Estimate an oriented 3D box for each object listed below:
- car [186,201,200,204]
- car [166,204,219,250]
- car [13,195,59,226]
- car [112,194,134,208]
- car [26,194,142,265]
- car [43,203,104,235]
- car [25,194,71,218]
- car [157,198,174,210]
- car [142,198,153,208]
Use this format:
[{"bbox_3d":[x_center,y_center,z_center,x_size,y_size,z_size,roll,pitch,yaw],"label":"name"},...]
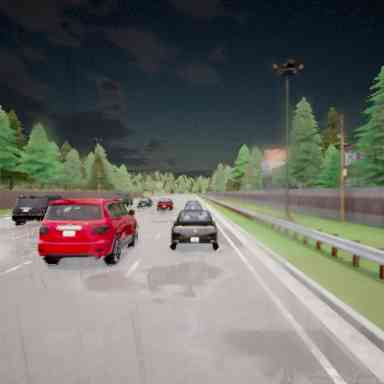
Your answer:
[{"bbox_3d":[0.102,1.591,33.853,2.033,1.411,5.357,0,0,0],"label":"car"},{"bbox_3d":[0.101,1.511,14.466,2.128,1.511,4.902,0,0,0],"label":"car"},{"bbox_3d":[-10.397,1.254,23.520,2.150,2.045,5.566,0,0,0],"label":"car"},{"bbox_3d":[-10.397,1.287,50.563,2.150,2.045,5.566,0,0,0],"label":"car"},{"bbox_3d":[-3.396,1.238,11.884,2.150,2.045,5.566,0,0,0],"label":"car"},{"bbox_3d":[-6.897,1.504,20.000,1.882,1.535,5.008,0,0,0],"label":"car"},{"bbox_3d":[-13.898,1.265,32.533,2.150,2.045,5.566,0,0,0],"label":"car"},{"bbox_3d":[-3.398,1.533,43.167,1.882,1.535,5.008,0,0,0],"label":"car"},{"bbox_3d":[-6.893,1.589,49.553,1.812,1.442,4.674,0,0,0],"label":"car"}]
